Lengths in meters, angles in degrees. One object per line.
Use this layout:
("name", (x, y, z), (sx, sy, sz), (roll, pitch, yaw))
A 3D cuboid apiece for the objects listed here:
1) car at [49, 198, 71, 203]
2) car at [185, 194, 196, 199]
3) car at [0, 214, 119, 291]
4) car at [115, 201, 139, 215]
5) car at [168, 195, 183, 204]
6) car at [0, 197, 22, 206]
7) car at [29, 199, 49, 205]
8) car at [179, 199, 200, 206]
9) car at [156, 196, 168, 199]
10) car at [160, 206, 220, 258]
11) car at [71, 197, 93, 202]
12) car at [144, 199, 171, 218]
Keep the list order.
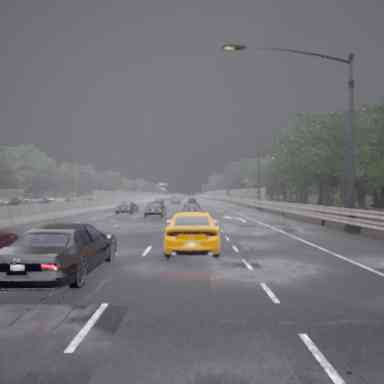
("car", (-21.026, 1.774, 54.242), (1.812, 1.442, 4.674), (0, 0, 1))
("car", (0.011, 1.808, 72.170), (1.837, 1.490, 4.892), (0, 0, 0))
("car", (-3.498, 1.577, 9.190), (2.033, 1.411, 5.357), (0, 0, 0))
("car", (-6.994, 1.714, 36.175), (2.033, 1.411, 5.357), (0, 0, 0))
("car", (-3.489, 1.861, 72.161), (1.994, 1.385, 4.181), (0, 0, 0))
("car", (-28.034, 1.587, 50.921), (2.097, 1.767, 4.553), (0, 0, 1))
("car", (-24.515, 1.796, 54.140), (2.033, 1.411, 5.357), (0, 0, 1))
("car", (0.005, 1.694, 32.426), (2.033, 1.411, 5.357), (0, 0, 0))
("car", (-6.989, 1.833, 72.119), (2.128, 1.511, 4.902), (0, 0, 0))
("car", (0.002, 1.523, 12.955), (1.882, 1.535, 5.008), (0, 0, 0))
("car", (-17.531, 1.602, 54.412), (2.097, 1.767, 4.553), (0, 0, 1))
("car", (-3.496, 1.694, 32.427), (2.033, 1.411, 5.357), (0, 0, 0))
